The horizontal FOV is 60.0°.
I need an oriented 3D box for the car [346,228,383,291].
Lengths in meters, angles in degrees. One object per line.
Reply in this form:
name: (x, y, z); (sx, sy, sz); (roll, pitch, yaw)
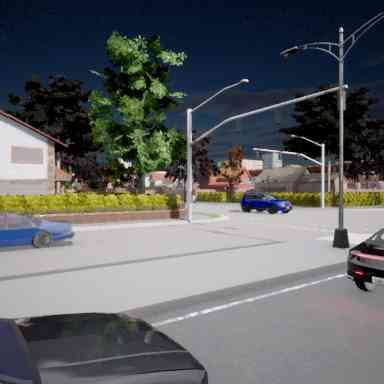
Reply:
car: (5.549, 1.474, 7.694); (4.902, 1.511, 2.128); (0, 0, -35)

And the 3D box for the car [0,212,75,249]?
car: (-7.398, 1.514, 12.827); (5.357, 1.411, 2.033); (0, 0, -35)

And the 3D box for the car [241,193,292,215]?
car: (7.388, 1.138, 33.659); (2.150, 2.045, 5.566); (0, 0, -37)

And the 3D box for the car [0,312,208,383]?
car: (-2.390, 1.543, 2.040); (5.357, 1.411, 2.033); (0, 0, -36)
